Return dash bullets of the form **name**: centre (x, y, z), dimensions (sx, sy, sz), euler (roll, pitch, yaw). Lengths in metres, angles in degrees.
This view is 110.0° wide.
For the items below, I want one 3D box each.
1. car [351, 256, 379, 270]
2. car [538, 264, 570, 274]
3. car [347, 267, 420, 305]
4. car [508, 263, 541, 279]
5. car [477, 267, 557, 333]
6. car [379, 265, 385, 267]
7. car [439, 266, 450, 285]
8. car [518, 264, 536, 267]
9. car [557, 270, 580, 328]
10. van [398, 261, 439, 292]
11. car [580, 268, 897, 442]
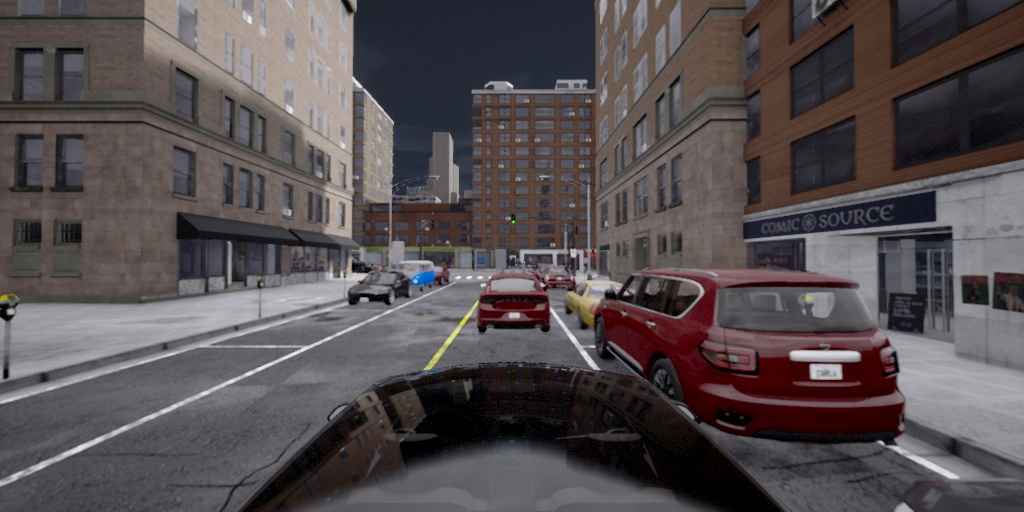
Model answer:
- **car**: centre (-18.410, 0.982, 40.283), dimensions (5.566, 2.045, 2.150), euler (0, -1, 0)
- **car**: centre (2.659, 1.286, 21.889), dimensions (1.967, 1.591, 4.097), euler (0, 0, 0)
- **car**: centre (-5.864, 1.385, 16.404), dimensions (1.948, 1.339, 4.313), euler (0, 0, 0)
- **car**: centre (1.359, 1.450, 36.101), dimensions (1.994, 1.385, 4.181), euler (0, 0, 22)
- **car**: centre (0.031, 1.270, 10.945), dimensions (1.882, 1.535, 5.008), euler (0, 0, -1)
- **car**: centre (-17.502, 1.378, 43.520), dimensions (4.181, 1.385, 1.994), euler (0, -1, 0)
- **car**: centre (-5.869, 1.419, 27.368), dimensions (1.888, 1.381, 4.507), euler (0, 0, 0)
- **car**: centre (0.091, 1.331, 20.260), dimensions (2.128, 1.511, 4.902), euler (0, 0, 0)
- **car**: centre (2.664, 1.317, 11.093), dimensions (1.751, 1.417, 4.829), euler (0, 0, 0)
- **van**: centre (-5.866, 1.187, 21.886), dimensions (1.690, 1.789, 3.998), euler (0, 0, 0)
- **car**: centre (2.667, 1.081, 5.441), dimensions (2.192, 1.841, 5.009), euler (0, 0, 0)
